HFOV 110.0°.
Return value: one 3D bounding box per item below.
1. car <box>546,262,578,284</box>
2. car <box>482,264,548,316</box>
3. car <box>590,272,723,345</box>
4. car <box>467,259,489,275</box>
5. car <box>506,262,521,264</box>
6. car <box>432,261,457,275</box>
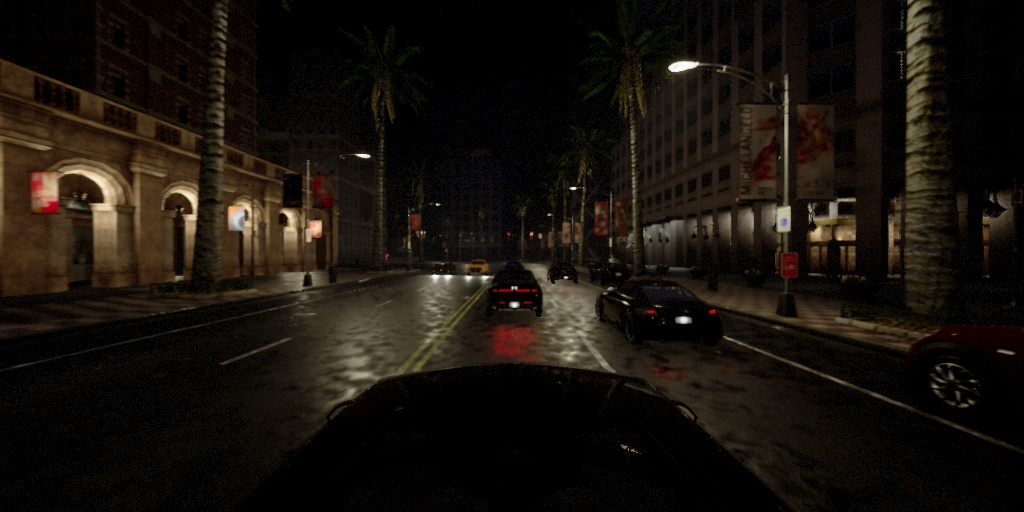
[{"bbox_3d":[3.646,1.190,26.537,1.837,1.490,4.892,0,0,0],"label":"car"},{"bbox_3d":[0.089,1.221,13.240,1.837,1.490,4.892,0,0,0],"label":"car"},{"bbox_3d":[3.578,1.299,9.471,1.994,1.385,4.181,0,0,0],"label":"car"},{"bbox_3d":[-3.435,1.121,36.925,1.882,1.535,5.008,0,0,1],"label":"car"},{"bbox_3d":[0.149,1.192,30.648,1.812,1.442,4.674,0,0,0],"label":"car"},{"bbox_3d":[-6.930,1.199,37.163,1.994,1.385,4.181,0,0,1],"label":"car"}]
